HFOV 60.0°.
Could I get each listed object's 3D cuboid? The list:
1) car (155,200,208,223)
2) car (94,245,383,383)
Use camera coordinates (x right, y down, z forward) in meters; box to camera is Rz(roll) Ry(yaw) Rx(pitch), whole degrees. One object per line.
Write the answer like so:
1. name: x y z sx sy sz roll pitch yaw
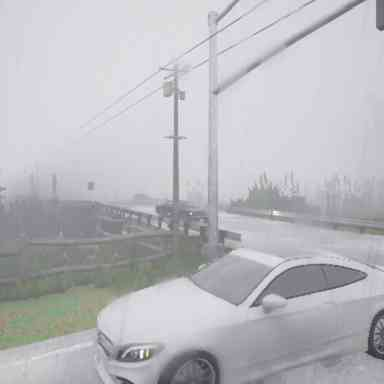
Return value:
1. car: -0.573 1.245 21.586 1.895 1.301 4.718 0 3 -32
2. car: 1.046 1.551 4.712 4.674 1.442 1.812 0 -1 -24
